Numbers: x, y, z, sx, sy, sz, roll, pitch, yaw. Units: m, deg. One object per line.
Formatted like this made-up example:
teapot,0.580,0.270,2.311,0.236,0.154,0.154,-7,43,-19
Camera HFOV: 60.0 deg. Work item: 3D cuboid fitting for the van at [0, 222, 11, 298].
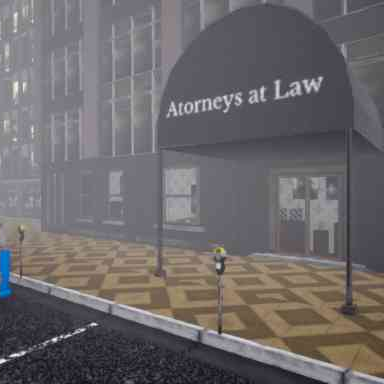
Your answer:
van,-5.308,1.341,6.687,3.998,1.788,1.690,0,0,36
